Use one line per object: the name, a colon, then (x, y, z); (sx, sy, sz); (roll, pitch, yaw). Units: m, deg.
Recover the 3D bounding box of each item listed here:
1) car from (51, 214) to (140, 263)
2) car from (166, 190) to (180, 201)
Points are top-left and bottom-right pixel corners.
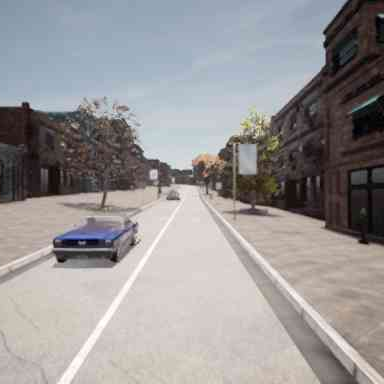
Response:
car: (-3.098, 1.472, 11.575); (1.895, 1.301, 4.718); (0, 1, 0)
car: (-3.058, 0.501, 53.982); (2.097, 1.767, 4.553); (0, 1, 0)
